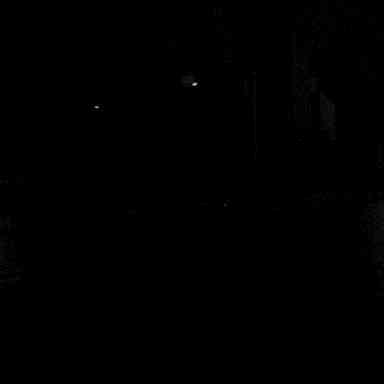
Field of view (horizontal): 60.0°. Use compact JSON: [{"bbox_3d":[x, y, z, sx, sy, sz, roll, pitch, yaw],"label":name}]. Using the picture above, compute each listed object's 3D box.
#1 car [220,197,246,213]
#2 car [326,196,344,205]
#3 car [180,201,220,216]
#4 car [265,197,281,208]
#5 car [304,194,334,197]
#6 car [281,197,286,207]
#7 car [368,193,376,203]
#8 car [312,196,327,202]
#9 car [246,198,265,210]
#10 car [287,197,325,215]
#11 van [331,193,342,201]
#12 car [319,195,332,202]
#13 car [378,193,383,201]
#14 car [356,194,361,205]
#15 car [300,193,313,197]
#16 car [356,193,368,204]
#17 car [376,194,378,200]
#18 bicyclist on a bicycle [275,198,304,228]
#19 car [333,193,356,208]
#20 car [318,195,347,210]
[{"bbox_3d":[3.818,1.367,36.332,1.967,1.590,4.097,0,0,35],"label":"car"},{"bbox_3d":[23.261,1.354,53.908,1.812,1.442,4.674,-1,0,35],"label":"car"},{"bbox_3d":[0.605,1.525,31.699,1.802,1.307,4.206,0,0,35],"label":"car"},{"bbox_3d":[10.152,1.427,45.458,1.752,1.417,4.829,0,0,35],"label":"car"},{"bbox_3d":[17.398,1.337,45.456,2.128,1.511,4.902,-1,0,35],"label":"car"},{"bbox_3d":[13.464,1.456,50.233,1.947,1.339,4.313,0,0,35],"label":"car"},{"bbox_3d":[33.321,1.100,63.899,2.192,1.841,5.009,0,0,35],"label":"car"},{"bbox_3d":[26.325,1.419,68.766,1.947,1.339,4.313,0,0,35],"label":"car"},{"bbox_3d":[7.034,1.495,40.965,1.802,1.307,4.206,0,0,35],"label":"car"},{"bbox_3d":[10.820,1.425,31.468,1.947,1.339,4.313,0,0,35],"label":"car"},{"bbox_3d":[35.966,1.187,82.667,1.690,1.788,3.998,-1,0,35],"label":"van"},{"bbox_3d":[29.539,1.428,73.398,1.802,1.307,4.206,0,0,35],"label":"car"},{"bbox_3d":[42.965,1.359,77.795,1.802,1.307,4.206,-1,0,35],"label":"car"},{"bbox_3d":[23.678,1.378,49.999,1.947,1.339,4.313,0,0,35],"label":"car"},{"bbox_3d":[19.894,1.416,59.499,1.887,1.381,4.507,0,0,35],"label":"car"},{"bbox_3d":[26.892,1.118,54.633,2.192,1.841,5.009,0,0,35],"label":"car"},{"bbox_3d":[36.633,1.303,68.670,1.752,1.417,4.829,-1,0,35],"label":"car"},{"bbox_3d":[5.339,1.177,18.373,1.656,1.620,0.582,-1,0,35],"label":"bicyclist on a bicycle"},{"bbox_3d":[20.463,1.137,45.368,2.192,1.841,5.009,0,0,35],"label":"car"},{"bbox_3d":[17.249,1.378,40.734,1.887,1.381,4.507,0,0,35],"label":"car"}]
